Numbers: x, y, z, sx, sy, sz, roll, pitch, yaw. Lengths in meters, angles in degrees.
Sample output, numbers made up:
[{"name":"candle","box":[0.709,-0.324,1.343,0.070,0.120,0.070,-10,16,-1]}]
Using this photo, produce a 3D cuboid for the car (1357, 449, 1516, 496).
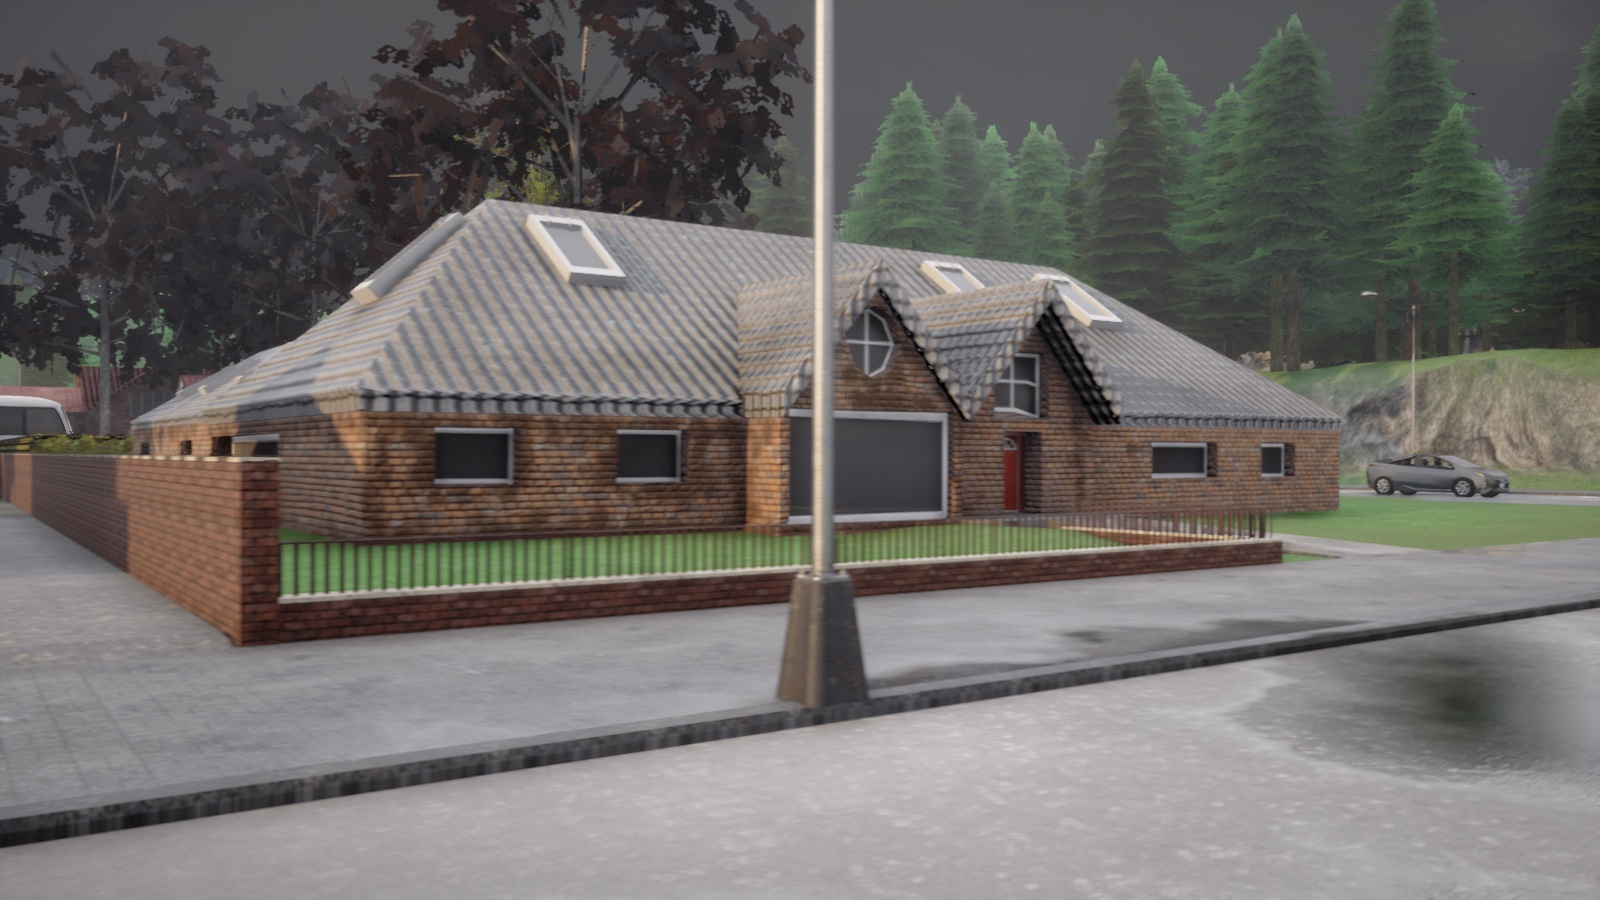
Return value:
[{"name":"car","box":[22.061,0.752,43.652,2.007,1.525,4.514,0,0,-35]}]

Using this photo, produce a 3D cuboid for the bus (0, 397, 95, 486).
[{"name":"bus","box":[-40.541,-0.395,61.373,10.273,4.253,3.944,0,0,-35]}]
